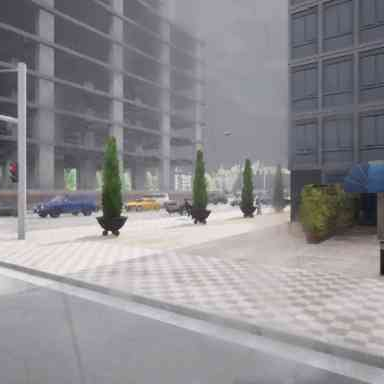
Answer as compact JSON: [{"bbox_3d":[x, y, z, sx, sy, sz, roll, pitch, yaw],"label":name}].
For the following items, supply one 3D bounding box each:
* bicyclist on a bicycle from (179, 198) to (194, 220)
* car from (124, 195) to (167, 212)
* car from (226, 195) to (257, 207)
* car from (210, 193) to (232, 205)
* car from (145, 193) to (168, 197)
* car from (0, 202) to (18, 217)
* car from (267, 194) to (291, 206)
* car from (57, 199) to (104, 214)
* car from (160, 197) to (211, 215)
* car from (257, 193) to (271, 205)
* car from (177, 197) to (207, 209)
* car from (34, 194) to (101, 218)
[{"bbox_3d":[-0.358,1.297,25.305,1.656,1.620,0.582,0,0,36],"label":"bicyclist on a bicycle"},{"bbox_3d":[-5.595,1.471,38.520,1.882,1.535,5.008,0,0,36],"label":"car"},{"bbox_3d":[7.628,1.595,50.600,1.895,1.301,4.718,0,0,36],"label":"car"},{"bbox_3d":[4.151,1.199,57.840,2.150,2.045,5.566,0,0,36],"label":"car"},{"bbox_3d":[-5.370,1.213,44.803,2.150,2.045,5.566,0,0,36],"label":"car"},{"bbox_3d":[-16.962,1.557,28.758,1.994,1.385,4.181,0,0,36],"label":"car"},{"bbox_3d":[14.580,1.484,54.174,2.128,1.511,4.902,0,0,36],"label":"car"},{"bbox_3d":[-11.904,1.518,35.761,1.812,1.442,4.674,0,0,36],"label":"car"},{"bbox_3d":[-0.567,1.487,33.188,2.128,1.511,4.902,0,0,36],"label":"car"},{"bbox_3d":[12.842,1.347,57.918,2.097,1.767,4.553,0,0,36],"label":"car"},{"bbox_3d":[0.092,1.519,46.372,1.812,1.442,4.674,0,0,36],"label":"car"},{"bbox_3d":[-11.447,1.215,30.416,2.150,2.045,5.566,0,0,36],"label":"car"}]
